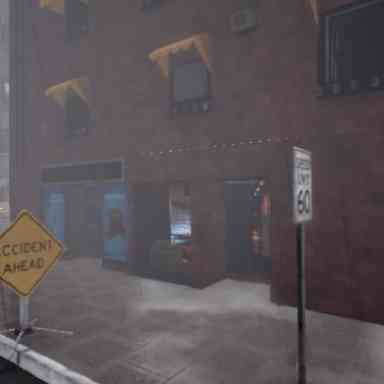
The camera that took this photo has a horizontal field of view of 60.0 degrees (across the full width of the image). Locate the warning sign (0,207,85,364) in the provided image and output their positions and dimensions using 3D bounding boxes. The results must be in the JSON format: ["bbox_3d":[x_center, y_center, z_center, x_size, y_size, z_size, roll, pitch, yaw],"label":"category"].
[{"bbox_3d":[-2.438,1.179,4.843,1.060,1.860,1.300,-1,-1,36],"label":"warning sign"}]
